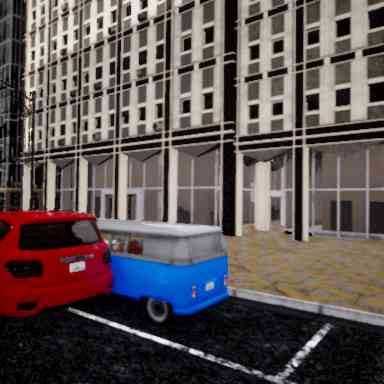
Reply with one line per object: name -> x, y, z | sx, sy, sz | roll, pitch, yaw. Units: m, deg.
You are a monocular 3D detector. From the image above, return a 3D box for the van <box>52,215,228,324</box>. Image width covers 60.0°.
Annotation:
van -> -1.148, 1.559, 7.379 | 3.998, 1.788, 1.690 | -1, -2, 37

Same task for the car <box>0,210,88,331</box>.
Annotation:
car -> -4.150, 1.419, 7.310 | 5.566, 2.045, 2.150 | -1, -2, 36
